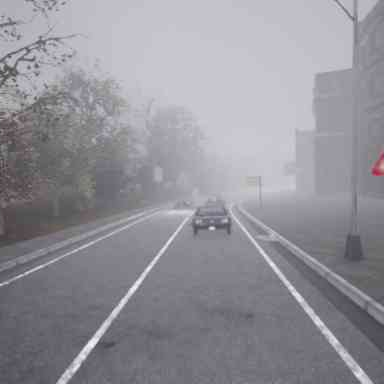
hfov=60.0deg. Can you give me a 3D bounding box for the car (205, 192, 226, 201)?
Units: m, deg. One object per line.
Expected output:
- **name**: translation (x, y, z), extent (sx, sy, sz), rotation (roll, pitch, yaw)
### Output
- **car**: translation (2.635, 0.825, 36.768), extent (2.097, 1.767, 4.553), rotation (-2, 1, 8)

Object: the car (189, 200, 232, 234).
- **car**: translation (1.042, 1.358, 17.616), extent (1.895, 1.301, 4.718), rotation (-2, 1, 3)

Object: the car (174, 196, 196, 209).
- **car**: translation (-0.789, 1.172, 37.705), extent (1.895, 1.301, 4.718), rotation (-2, 1, 8)
